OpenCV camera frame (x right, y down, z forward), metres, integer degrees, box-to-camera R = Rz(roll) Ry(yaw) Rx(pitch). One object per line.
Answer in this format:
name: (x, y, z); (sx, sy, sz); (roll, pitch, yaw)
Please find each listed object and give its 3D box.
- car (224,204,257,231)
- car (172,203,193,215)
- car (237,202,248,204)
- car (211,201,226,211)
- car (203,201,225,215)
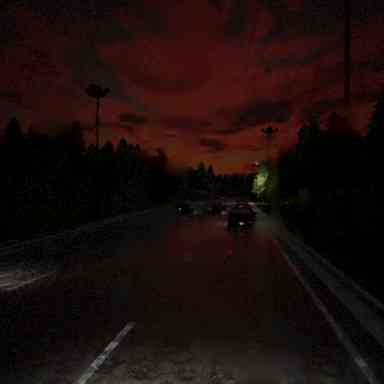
car: (3.410, 1.782, 22.715); (1.812, 1.442, 4.674); (0, -1, 9)
car: (-1.069, 1.955, 39.894); (1.994, 1.385, 4.181); (0, -1, 9)
car: (6.479, 1.974, 42.848); (2.128, 1.511, 4.902); (0, 0, 9)
car: (4.053, 2.065, 50.505); (1.812, 1.442, 4.674); (0, -1, 9)
car: (2.421, 1.981, 39.590); (1.994, 1.385, 4.181); (0, -1, 9)
